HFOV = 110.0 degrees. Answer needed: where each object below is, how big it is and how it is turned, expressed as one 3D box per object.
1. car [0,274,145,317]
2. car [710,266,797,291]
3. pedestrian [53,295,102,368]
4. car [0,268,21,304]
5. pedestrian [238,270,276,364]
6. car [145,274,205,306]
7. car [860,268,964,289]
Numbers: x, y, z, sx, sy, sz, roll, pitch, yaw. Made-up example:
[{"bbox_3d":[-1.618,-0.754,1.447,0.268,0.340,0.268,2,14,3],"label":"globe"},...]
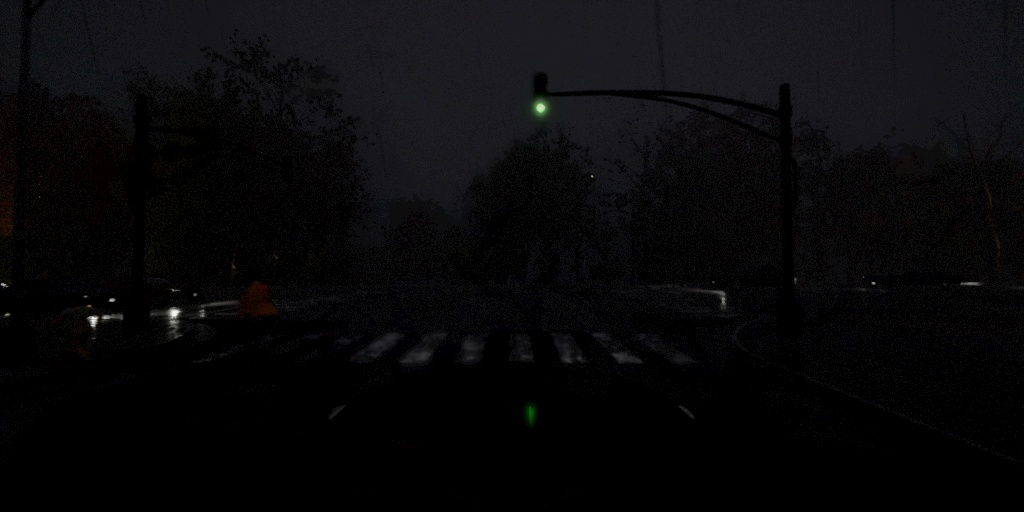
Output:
[{"bbox_3d":[-17.439,1.548,13.910,4.181,1.385,1.994,-1,-1,2],"label":"car"},{"bbox_3d":[15.347,1.395,22.961,4.892,1.490,1.837,-1,-1,2],"label":"car"},{"bbox_3d":[-7.408,1.226,6.150,0.375,1.300,0.375,1,-1,0],"label":"pedestrian"},{"bbox_3d":[-27.563,1.522,17.446,4.553,1.767,2.097,-1,-1,1],"label":"car"},{"bbox_3d":[-4.817,1.101,6.742,0.375,1.860,0.375,1,-1,0],"label":"pedestrian"},{"bbox_3d":[-17.487,1.591,17.168,4.674,1.442,1.812,-1,-1,0],"label":"car"},{"bbox_3d":[25.133,1.390,22.691,4.718,1.301,1.895,-1,-1,2],"label":"car"}]
